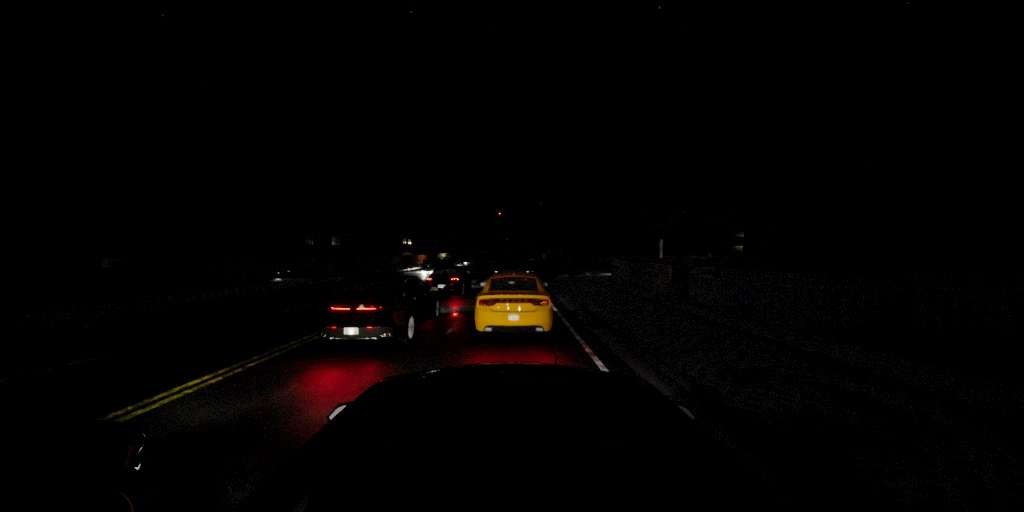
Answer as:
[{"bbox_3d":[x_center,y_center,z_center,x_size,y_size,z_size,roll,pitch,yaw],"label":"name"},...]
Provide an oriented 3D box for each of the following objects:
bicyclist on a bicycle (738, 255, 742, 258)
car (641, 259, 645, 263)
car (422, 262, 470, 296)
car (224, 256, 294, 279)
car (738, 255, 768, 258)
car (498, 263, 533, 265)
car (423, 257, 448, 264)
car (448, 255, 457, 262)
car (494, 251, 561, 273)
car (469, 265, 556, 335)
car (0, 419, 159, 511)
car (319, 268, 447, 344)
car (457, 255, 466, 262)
[{"bbox_3d":[18.391,0.780,28.771,0.582,1.620,1.656,0,0,-2],"label":"bicyclist on a bicycle"},{"bbox_3d":[12.775,1.009,34.495,5.357,1.411,2.033,-1,1,-6],"label":"car"},{"bbox_3d":[-3.257,1.211,18.866,1.812,1.442,4.674,0,0,1],"label":"car"},{"bbox_3d":[-22.083,0.979,31.093,5.566,2.045,2.150,0,1,2],"label":"car"},{"bbox_3d":[22.751,0.733,34.760,4.553,1.767,2.097,0,1,-2],"label":"car"},{"bbox_3d":[-0.002,1.246,19.332,1.994,1.385,4.181,0,0,1],"label":"car"},{"bbox_3d":[-9.943,0.930,45.122,2.128,1.511,4.902,0,1,0],"label":"car"},{"bbox_3d":[-9.963,0.902,54.306,1.994,1.385,4.181,0,1,0],"label":"car"},{"bbox_3d":[1.436,0.798,31.201,5.566,2.045,2.150,0,0,-1],"label":"car"},{"bbox_3d":[0.058,1.209,10.443,1.882,1.535,5.008,0,0,0],"label":"car"},{"bbox_3d":[-3.148,1.228,0.147,1.882,1.535,5.008,0,0,0],"label":"car"},{"bbox_3d":[-3.194,1.239,9.557,1.837,1.490,4.892,0,0,0],"label":"car"},{"bbox_3d":[-9.949,0.652,63.911,1.882,1.535,5.008,0,1,0],"label":"car"}]
